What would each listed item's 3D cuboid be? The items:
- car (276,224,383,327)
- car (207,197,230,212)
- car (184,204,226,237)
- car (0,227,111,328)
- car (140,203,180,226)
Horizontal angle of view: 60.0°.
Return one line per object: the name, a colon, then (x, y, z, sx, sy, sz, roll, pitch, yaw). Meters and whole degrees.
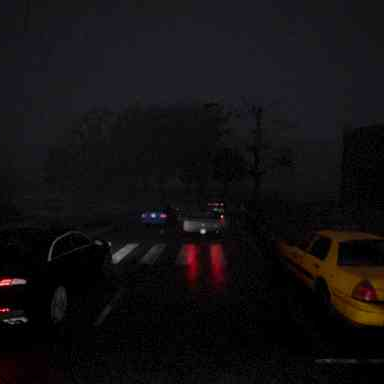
car: (3.243, 1.473, 7.340, 1.946, 1.575, 5.366, 0, 0, 0)
car: (2.460, 1.234, 31.579, 2.128, 1.511, 4.902, 1, 2, 10)
car: (0.700, 1.589, 18.115, 1.895, 1.301, 4.718, 0, 0, 4)
car: (-3.087, 1.484, 6.947, 2.128, 1.511, 4.902, 0, 0, 1)
car: (-2.099, 1.476, 22.999, 2.033, 1.411, 5.357, 0, 1, 6)
